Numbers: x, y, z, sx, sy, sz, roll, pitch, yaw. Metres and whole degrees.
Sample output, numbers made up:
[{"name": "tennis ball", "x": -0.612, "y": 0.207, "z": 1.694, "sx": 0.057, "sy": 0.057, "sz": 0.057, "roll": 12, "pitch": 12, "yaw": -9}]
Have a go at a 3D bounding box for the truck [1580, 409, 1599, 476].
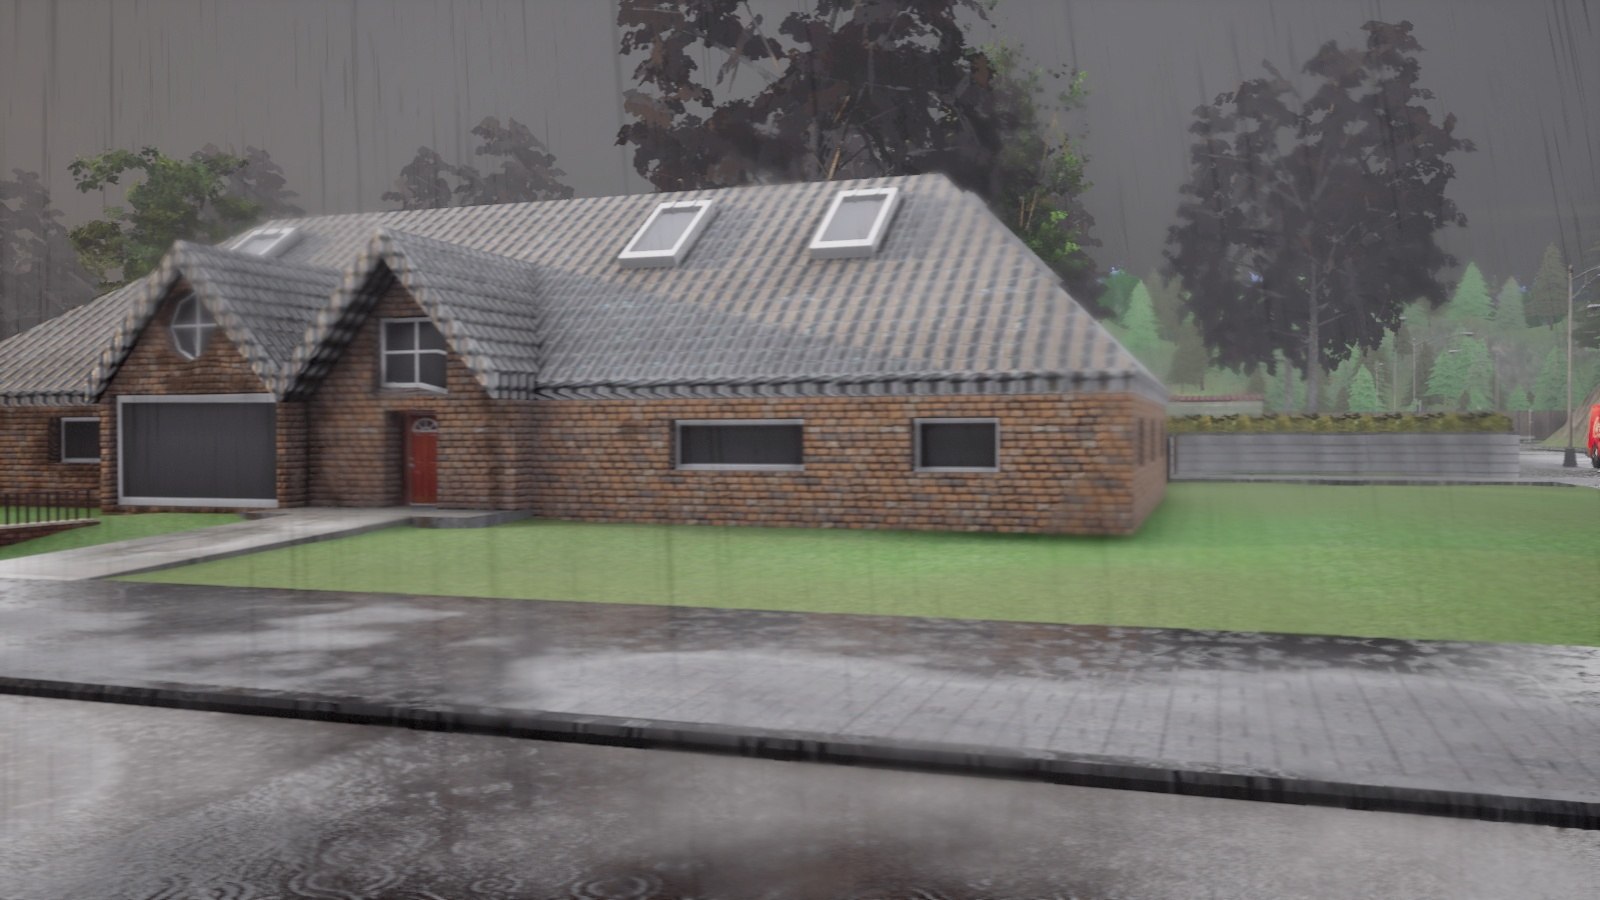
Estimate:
[{"name": "truck", "x": 30.736, "y": -0.279, "z": 45.886, "sx": 2.627, "sy": 2.467, "sz": 5.204, "roll": 1, "pitch": 1, "yaw": 19}]
